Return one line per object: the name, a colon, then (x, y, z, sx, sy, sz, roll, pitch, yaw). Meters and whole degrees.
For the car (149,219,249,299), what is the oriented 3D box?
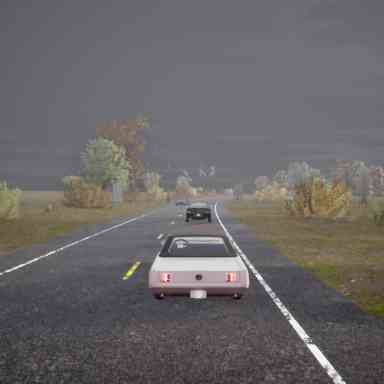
car: (0.134, 1.603, 8.367, 1.895, 1.301, 4.718, 0, 0, 0)

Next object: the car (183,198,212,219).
car: (0.539, 1.482, 26.057, 1.882, 1.535, 5.008, 0, 0, 2)

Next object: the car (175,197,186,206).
car: (-1.544, 1.565, 52.922, 1.994, 1.385, 4.181, 0, 0, 5)
